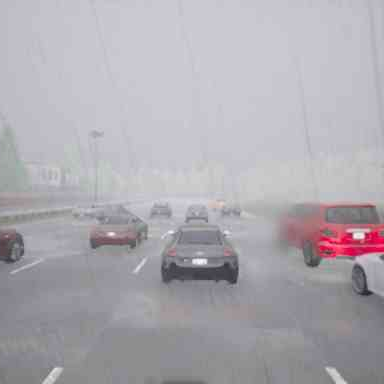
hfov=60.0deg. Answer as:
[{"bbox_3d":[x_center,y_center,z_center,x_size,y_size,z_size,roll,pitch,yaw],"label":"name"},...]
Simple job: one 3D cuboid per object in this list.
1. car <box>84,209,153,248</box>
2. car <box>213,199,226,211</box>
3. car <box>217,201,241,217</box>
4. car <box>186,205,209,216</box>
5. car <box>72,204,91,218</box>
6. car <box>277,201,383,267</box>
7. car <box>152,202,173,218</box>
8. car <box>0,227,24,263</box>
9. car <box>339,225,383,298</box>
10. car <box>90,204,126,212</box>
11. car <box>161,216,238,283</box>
[{"bbox_3d":[-3.222,1.681,15.370,1.994,1.385,4.181,0,0,1],"label":"car"},{"bbox_3d":[4.106,1.758,48.127,2.097,1.767,4.553,0,0,1],"label":"car"},{"bbox_3d":[3.956,1.899,34.886,1.895,1.301,4.718,0,0,1],"label":"car"},{"bbox_3d":[0.436,1.778,28.033,2.033,1.411,5.357,0,0,1],"label":"car"},{"bbox_3d":[-10.008,1.837,32.520,1.895,1.301,4.718,0,0,1],"label":"car"},{"bbox_3d":[4.688,1.337,11.964,2.150,2.045,5.566,0,0,1],"label":"car"},{"bbox_3d":[-2.994,1.758,33.616,2.128,1.511,4.902,0,0,1],"label":"car"},{"bbox_3d":[-6.794,1.410,9.503,2.097,1.767,4.553,0,0,1],"label":"car"},{"bbox_3d":[4.612,1.590,5.933,1.812,1.442,4.674,0,0,1],"label":"car"},{"bbox_3d":[-6.563,1.758,28.131,2.033,1.411,5.357,0,0,1],"label":"car"},{"bbox_3d":[0.212,1.647,9.931,1.994,1.385,4.181,0,0,1],"label":"car"}]
